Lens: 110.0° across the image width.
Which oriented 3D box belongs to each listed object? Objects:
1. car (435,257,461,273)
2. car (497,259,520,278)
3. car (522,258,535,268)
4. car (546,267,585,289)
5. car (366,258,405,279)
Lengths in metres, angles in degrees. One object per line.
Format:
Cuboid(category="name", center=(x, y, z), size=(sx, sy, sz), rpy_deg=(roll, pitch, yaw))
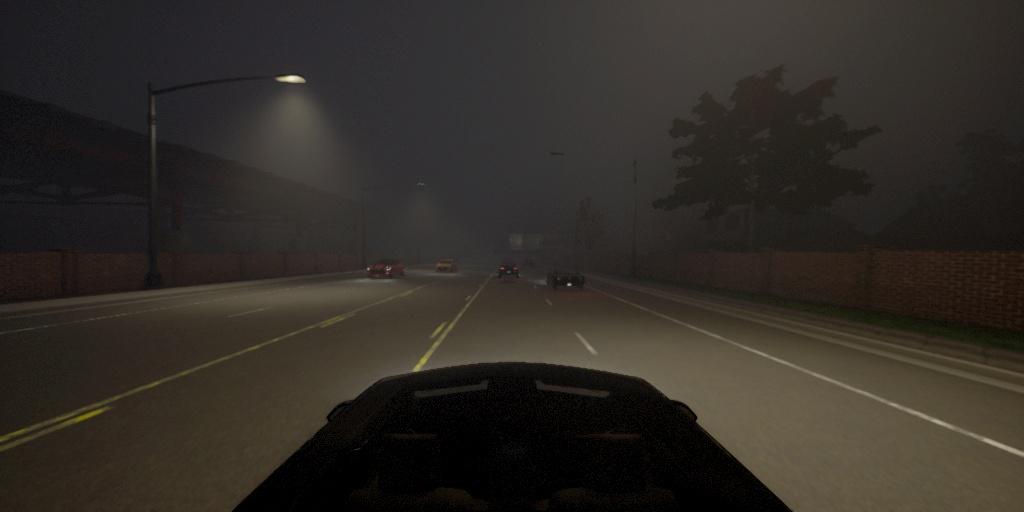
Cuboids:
Cuboid(category="car", center=(-7.572, 1.152, 41.635), size=(1.882, 1.535, 5.008), rpy_deg=(1, 0, 0))
Cuboid(category="car", center=(-0.316, 1.274, 34.355), size=(1.812, 1.442, 4.674), rpy_deg=(1, 0, -1))
Cuboid(category="car", center=(2.801, 1.133, 63.184), size=(2.097, 1.767, 4.553), rpy_deg=(1, 0, -1))
Cuboid(category="car", center=(3.343, 1.386, 23.293), size=(1.895, 1.301, 4.718), rpy_deg=(1, 0, -1))
Cuboid(category="car", center=(-10.944, 0.990, 31.316), size=(2.097, 1.767, 4.553), rpy_deg=(1, 0, -1))
